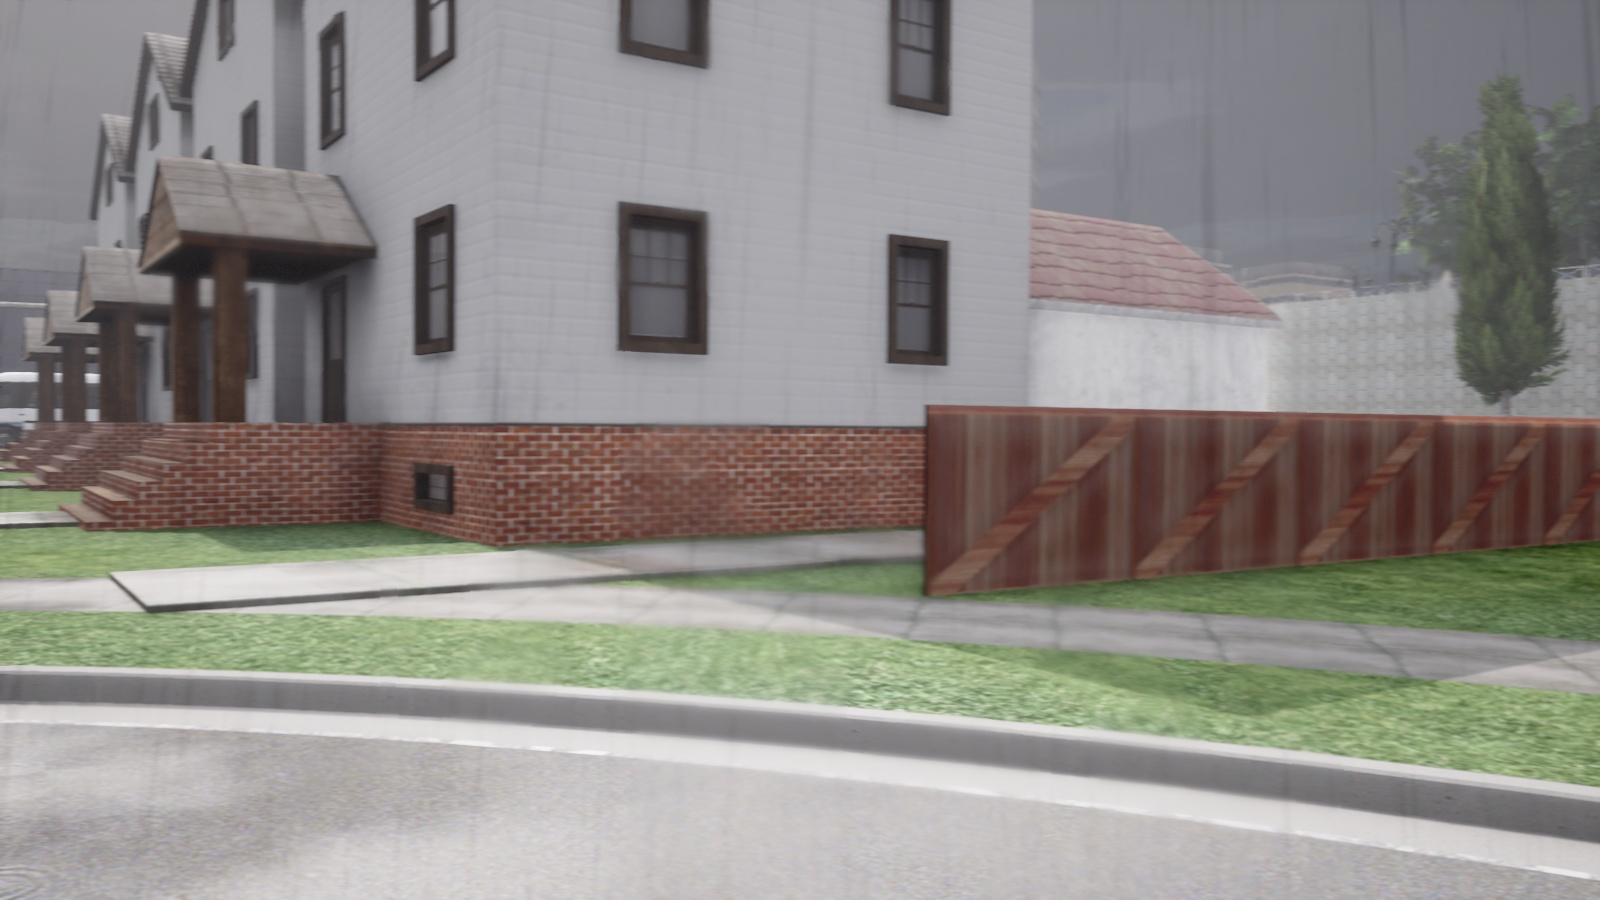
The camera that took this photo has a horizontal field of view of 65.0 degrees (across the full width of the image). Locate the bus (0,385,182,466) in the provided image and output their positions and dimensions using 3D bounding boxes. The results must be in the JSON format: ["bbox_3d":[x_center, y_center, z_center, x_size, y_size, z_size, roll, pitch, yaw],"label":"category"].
[{"bbox_3d":[-40.177,-1.367,69.348,10.273,4.253,3.944,-1,1,-36],"label":"bus"}]
